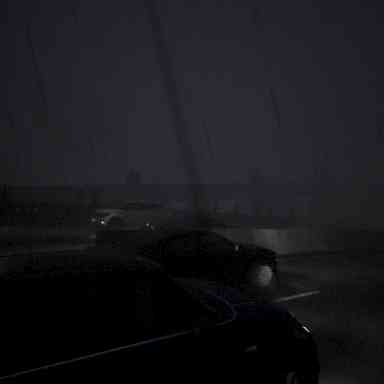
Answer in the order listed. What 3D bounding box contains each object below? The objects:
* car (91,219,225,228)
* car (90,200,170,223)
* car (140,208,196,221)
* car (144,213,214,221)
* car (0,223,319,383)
[{"bbox_3d":[-0.048,1.590,8.010,5.008,1.535,1.882,2,-1,-35],"label":"car"},{"bbox_3d":[-3.967,1.576,22.643,5.566,2.045,2.150,4,-2,-36],"label":"car"},{"bbox_3d":[-0.228,2.032,21.023,5.357,1.411,2.033,5,-3,-35],"label":"car"},{"bbox_3d":[0.205,1.965,17.033,4.718,1.301,1.895,4,-2,-35],"label":"car"},{"bbox_3d":[-0.836,1.369,3.149,4.553,1.767,2.097,1,-1,-35],"label":"car"}]
